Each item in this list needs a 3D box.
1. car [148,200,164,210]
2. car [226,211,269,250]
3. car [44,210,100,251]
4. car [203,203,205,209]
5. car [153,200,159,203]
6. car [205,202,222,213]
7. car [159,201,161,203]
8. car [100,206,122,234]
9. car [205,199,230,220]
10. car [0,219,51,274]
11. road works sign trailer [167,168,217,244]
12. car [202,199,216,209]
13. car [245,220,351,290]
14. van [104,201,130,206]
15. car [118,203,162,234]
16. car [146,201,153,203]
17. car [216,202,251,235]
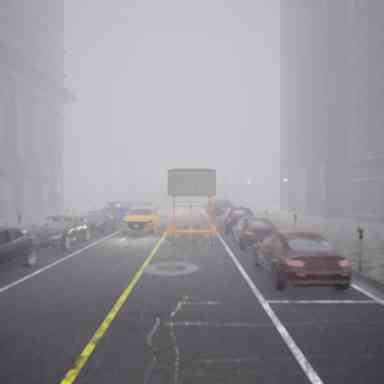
[{"bbox_3d":[-5.799,2.066,54.092,2.008,1.369,4.403,0,-1,0],"label":"car"},{"bbox_3d":[2.751,1.715,14.649,1.802,1.307,4.206,0,-1,0],"label":"car"},{"bbox_3d":[-5.774,1.685,14.638,2.008,1.369,4.403,0,-1,0],"label":"car"},{"bbox_3d":[2.735,1.662,37.194,2.192,1.841,5.009,0,-1,0],"label":"car"},{"bbox_3d":[-5.792,1.969,42.820,1.947,1.339,4.313,0,-1,0],"label":"car"},{"bbox_3d":[2.733,1.968,42.827,1.947,1.339,4.313,0,-1,0],"label":"car"},{"bbox_3d":[-5.795,2.025,48.456,1.947,1.339,4.313,0,-1,0],"label":"car"},{"bbox_3d":[-5.778,1.768,20.274,1.802,1.307,4.206,0,-1,0],"label":"car"},{"bbox_3d":[2.739,1.607,31.558,2.192,1.841,5.009,0,-1,0],"label":"car"},{"bbox_3d":[-5.770,1.648,9.001,1.947,1.339,4.313,0,-1,0],"label":"car"},{"bbox_3d":[-0.010,0.615,16.546,2.380,3.560,2.880,0,-1,0],"label":"road works sign trailer"},{"bbox_3d":[2.725,1.955,54.100,1.967,1.590,4.097,0,-1,0],"label":"car"},{"bbox_3d":[2.755,1.664,9.012,1.802,1.307,4.206,0,-1,0],"label":"car"},{"bbox_3d":[-5.782,1.580,25.913,1.690,1.788,3.998,0,-1,0],"label":"van"},{"bbox_3d":[-3.112,1.671,21.073,1.882,1.535,5.008,0,-1,0],"label":"car"},{"bbox_3d":[-5.788,1.929,37.183,1.802,1.307,4.206,0,-1,0],"label":"car"},{"bbox_3d":[2.747,1.625,20.286,1.967,1.590,4.097,0,-1,0],"label":"car"}]
